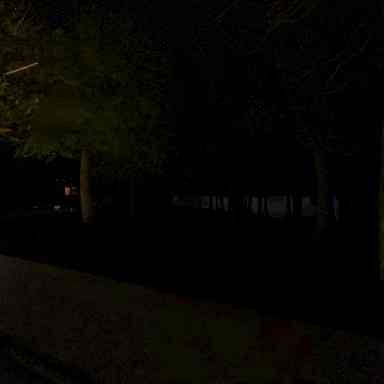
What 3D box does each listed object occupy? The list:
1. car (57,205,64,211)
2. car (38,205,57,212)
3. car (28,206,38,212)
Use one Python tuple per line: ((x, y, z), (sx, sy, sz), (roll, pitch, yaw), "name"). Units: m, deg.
((-35.123, 4.239, 87.498), (2.128, 1.511, 4.902), (0, -2, -9), "car")
((-33.409, 3.886, 77.215), (1.837, 1.490, 4.892), (0, -2, -9), "car")
((-36.814, 3.951, 77.878), (1.837, 1.490, 4.892), (0, -2, -9), "car")
